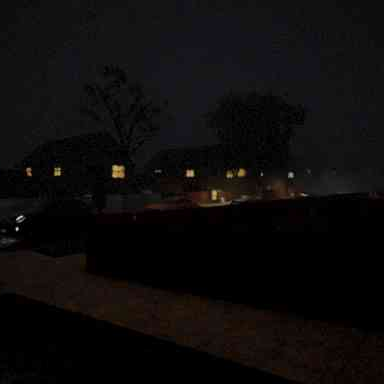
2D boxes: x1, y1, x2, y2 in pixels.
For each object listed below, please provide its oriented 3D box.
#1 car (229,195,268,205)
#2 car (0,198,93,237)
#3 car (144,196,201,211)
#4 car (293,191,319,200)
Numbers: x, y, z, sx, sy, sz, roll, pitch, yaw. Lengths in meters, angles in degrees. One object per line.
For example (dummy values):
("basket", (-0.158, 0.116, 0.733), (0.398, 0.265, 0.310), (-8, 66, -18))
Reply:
("car", (5.669, 0.972, 33.142), (1.895, 1.301, 4.718), (1, 2, 40))
("car", (-7.441, 1.199, 17.393), (2.097, 1.767, 4.553), (1, 2, 37))
("car", (-1.375, 1.103, 24.773), (1.882, 1.535, 5.008), (1, 2, 40))
("car", (15.308, 0.588, 44.472), (2.033, 1.411, 5.357), (1, 2, 41))
